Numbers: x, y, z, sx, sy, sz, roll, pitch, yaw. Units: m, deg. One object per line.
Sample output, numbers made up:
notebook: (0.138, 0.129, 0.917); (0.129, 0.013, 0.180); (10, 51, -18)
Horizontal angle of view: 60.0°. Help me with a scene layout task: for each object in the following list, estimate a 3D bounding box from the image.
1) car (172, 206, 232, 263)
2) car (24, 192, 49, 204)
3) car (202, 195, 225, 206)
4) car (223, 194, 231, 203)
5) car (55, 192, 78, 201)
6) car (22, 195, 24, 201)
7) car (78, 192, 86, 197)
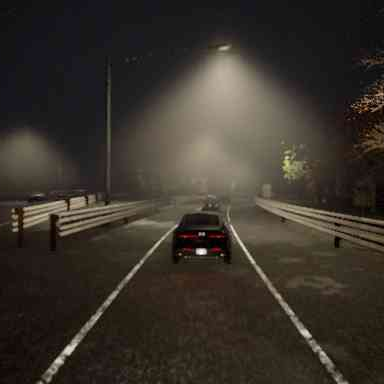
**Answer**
car: (0.365, 1.446, 11.770); (1.837, 1.490, 4.892); (0, 0, 2)
car: (-21.398, 0.915, 46.503); (1.895, 1.301, 4.718); (0, 1, -11)
car: (2.035, 1.385, 34.582); (2.033, 1.411, 5.357); (0, 0, 7)
car: (5.821, 1.182, 59.366); (1.882, 1.535, 5.008); (0, 0, 11)
car: (-17.945, 0.874, 47.091); (2.033, 1.411, 5.357); (0, 1, -11)
car: (-26.507, 0.736, 54.760); (1.812, 1.442, 4.674); (0, 1, -10)
car: (-20.765, 0.656, 61.554); (2.128, 1.511, 4.902); (0, 1, -11)
